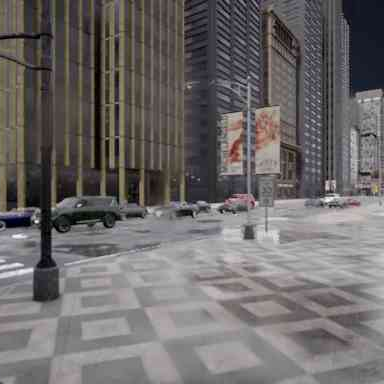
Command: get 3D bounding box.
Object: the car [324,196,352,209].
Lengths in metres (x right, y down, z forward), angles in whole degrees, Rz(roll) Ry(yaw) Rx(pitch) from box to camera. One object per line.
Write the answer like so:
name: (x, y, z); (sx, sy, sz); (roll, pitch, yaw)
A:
car: (21.423, 1.655, 48.639); (2.033, 1.411, 5.357); (0, 0, 36)

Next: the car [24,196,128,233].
car: (-6.919, 1.283, 20.508); (2.150, 2.045, 5.566); (0, 0, 36)

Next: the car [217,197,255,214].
car: (4.870, 1.635, 36.968); (2.033, 1.411, 5.357); (0, 0, 35)

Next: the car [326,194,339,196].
car: (25.539, 1.350, 59.963); (2.150, 2.045, 5.566); (0, 0, 36)

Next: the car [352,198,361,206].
car: (28.065, 1.688, 57.906); (1.994, 1.385, 4.181); (0, 0, 35)

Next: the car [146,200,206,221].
car: (-1.242, 1.564, 28.443); (2.128, 1.511, 4.902); (0, 0, 36)

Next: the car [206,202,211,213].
car: (0.328, 1.612, 36.214); (1.812, 1.442, 4.674); (0, 0, 36)

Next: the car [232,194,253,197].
car: (6.468, 1.323, 44.738); (2.150, 2.045, 5.566); (0, 0, 37)

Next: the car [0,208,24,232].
car: (-10.720, 1.663, 20.779); (1.895, 1.301, 4.718); (0, 0, 36)

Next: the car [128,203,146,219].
car: (-5.592, 1.637, 27.949); (1.994, 1.385, 4.181); (0, 0, 35)

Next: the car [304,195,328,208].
car: (18.664, 1.658, 50.353); (2.033, 1.411, 5.357); (0, 0, 36)
